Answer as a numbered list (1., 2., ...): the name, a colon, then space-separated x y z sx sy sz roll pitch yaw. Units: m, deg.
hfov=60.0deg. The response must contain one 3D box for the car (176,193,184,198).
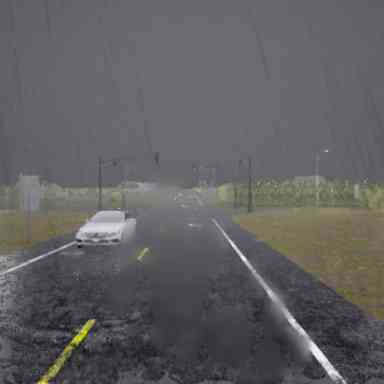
1. car: -3.474 1.027 94.791 1.837 1.490 4.892 0 0 0

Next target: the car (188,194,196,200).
1. car: 0.025 1.477 90.566 1.994 1.385 4.181 0 0 0

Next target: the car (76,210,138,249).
1. car: -3.585 1.538 14.745 1.812 1.442 4.674 0 0 0
